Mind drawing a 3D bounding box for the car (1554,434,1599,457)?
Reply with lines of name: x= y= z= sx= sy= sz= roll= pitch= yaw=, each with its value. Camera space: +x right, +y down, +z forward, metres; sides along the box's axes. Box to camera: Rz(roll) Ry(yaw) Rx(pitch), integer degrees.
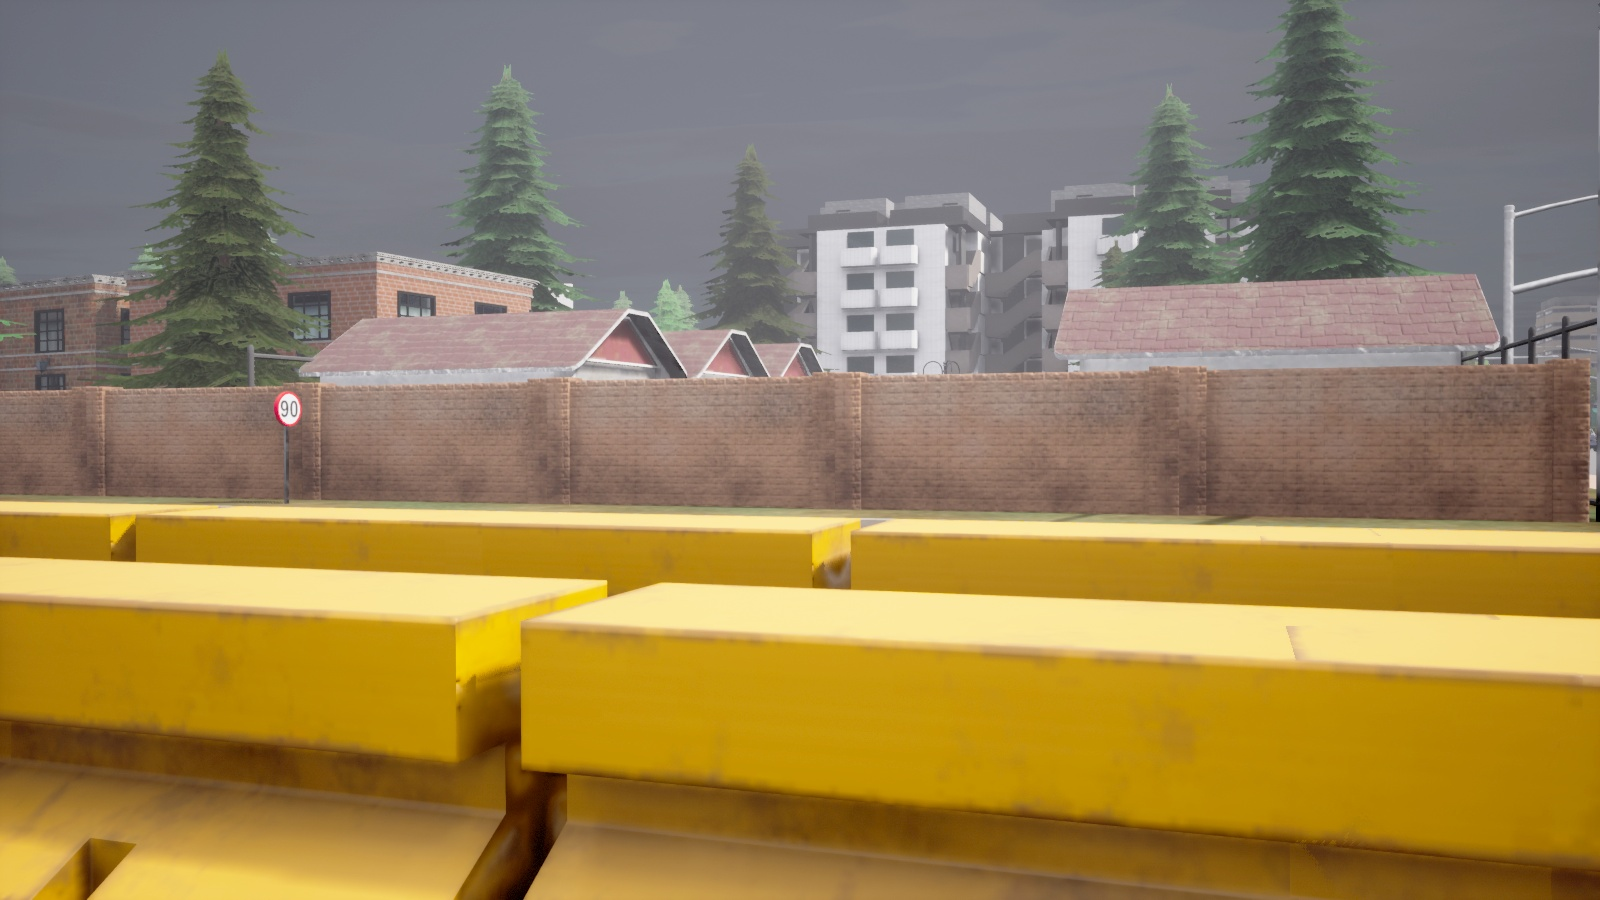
car: x=50.429 y=-0.323 z=81.439 sx=1.970 sy=1.475 sz=3.806 roll=1 pitch=1 yaw=20
